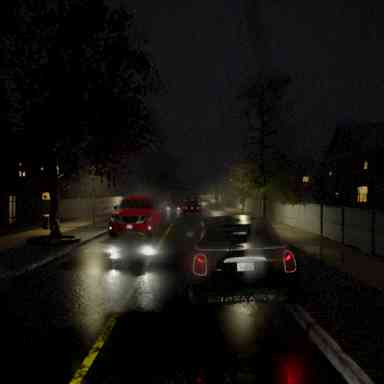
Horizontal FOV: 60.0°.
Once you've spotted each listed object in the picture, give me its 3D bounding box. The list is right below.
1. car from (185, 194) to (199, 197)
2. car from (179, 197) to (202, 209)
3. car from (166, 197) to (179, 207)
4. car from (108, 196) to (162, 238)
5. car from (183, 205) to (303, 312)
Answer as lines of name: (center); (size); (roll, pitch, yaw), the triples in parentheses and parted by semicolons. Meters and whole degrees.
car: (0.007, 1.257, 44.618); (2.150, 2.045, 5.566); (0, 0, 1)
car: (0.048, 1.571, 33.966); (2.033, 1.411, 5.357); (0, 0, 1)
car: (-2.778, 1.548, 50.676); (1.837, 1.490, 4.892); (0, 0, 0)
car: (-2.860, 1.232, 17.950); (2.150, 2.045, 5.566); (0, 0, 0)
car: (0.927, 1.324, 7.887); (2.097, 1.767, 4.553); (-2, 0, 0)
